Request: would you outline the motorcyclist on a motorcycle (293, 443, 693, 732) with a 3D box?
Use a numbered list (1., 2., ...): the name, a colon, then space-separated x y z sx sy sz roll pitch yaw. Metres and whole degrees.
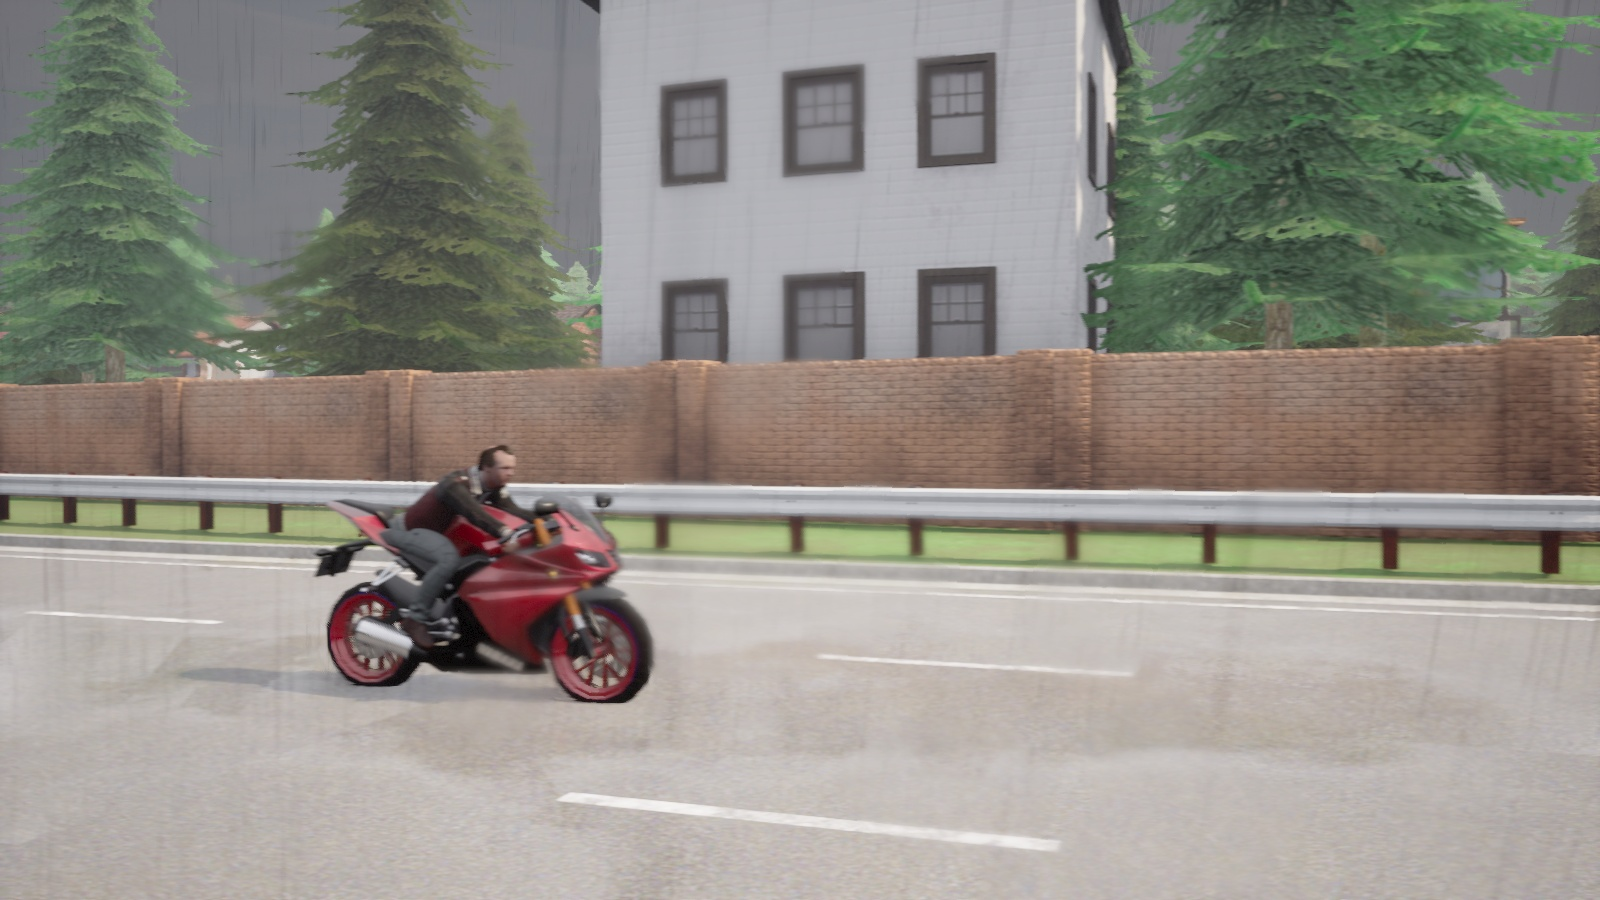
1. motorcyclist on a motorcycle: -1.822 0.734 7.499 2.191 1.530 0.866 1 1 19
